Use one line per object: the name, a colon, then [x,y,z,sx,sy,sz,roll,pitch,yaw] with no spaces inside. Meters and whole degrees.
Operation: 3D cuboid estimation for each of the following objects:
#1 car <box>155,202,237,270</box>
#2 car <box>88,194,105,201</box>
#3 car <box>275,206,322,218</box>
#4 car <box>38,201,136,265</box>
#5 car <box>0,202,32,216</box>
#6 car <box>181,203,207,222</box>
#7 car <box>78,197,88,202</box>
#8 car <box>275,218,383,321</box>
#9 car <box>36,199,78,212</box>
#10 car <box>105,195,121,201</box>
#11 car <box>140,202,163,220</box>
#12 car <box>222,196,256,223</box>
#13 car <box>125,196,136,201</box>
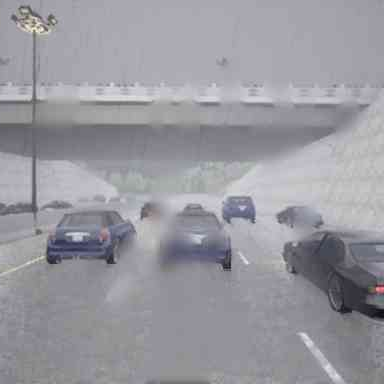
car: [0.119,1.395,11.394,2.097,1.767,4.553,0,0,0]
car: [-20.829,1.454,74.758,2.150,2.045,5.566,0,0,0]
car: [7.143,1.642,22.606,2.033,1.411,5.357,0,0,0]
car: [-3.378,1.394,11.980,2.097,1.767,4.553,0,0,0]
car: [-17.501,1.670,34.126,1.994,1.385,4.181,0,0,0]
car: [0.167,1.670,28.328,1.994,1.385,4.181,0,0,0]
car: [-24.329,1.749,74.792,1.812,1.442,4.674,0,0,0]
car: [3.603,1.581,7.628,2.033,1.411,5.357,0,0,0]
car: [-14.001,1.603,34.572,2.128,1.511,4.902,0,0,0]
car: [-17.329,1.759,74.781,2.128,1.511,4.902,0,0,0]
car: [-3.328,1.583,29.274,1.882,1.535,5.008,0,0,0]
car: [3.664,1.327,26.746,2.150,2.045,5.566,0,0,0]
car: [-13.829,1.674,75.183,2.128,1.511,4.902,0,0,0]
